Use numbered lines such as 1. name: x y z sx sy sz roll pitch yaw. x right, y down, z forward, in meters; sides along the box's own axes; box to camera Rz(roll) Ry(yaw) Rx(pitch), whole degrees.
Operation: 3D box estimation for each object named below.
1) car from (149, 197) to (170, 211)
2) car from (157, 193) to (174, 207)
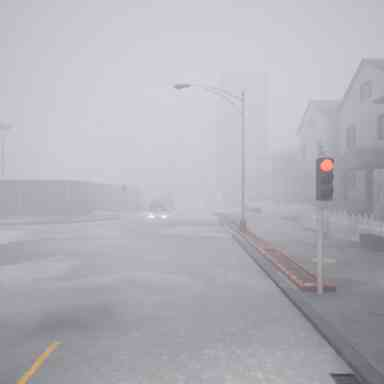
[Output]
1. car: -4.083 1.580 40.949 1.895 1.301 4.718 0 0 0
2. car: -4.057 1.195 51.589 2.150 2.045 5.566 0 0 1
